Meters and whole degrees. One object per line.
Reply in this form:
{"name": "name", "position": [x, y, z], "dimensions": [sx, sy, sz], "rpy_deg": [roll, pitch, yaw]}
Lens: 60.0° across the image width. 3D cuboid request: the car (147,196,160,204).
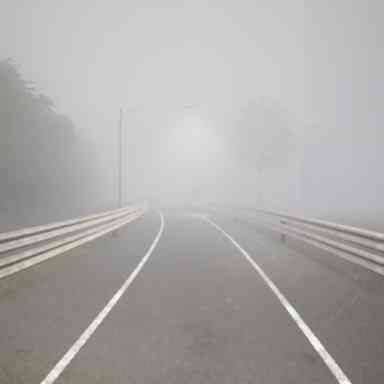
{"name": "car", "position": [-7.028, 1.403, 59.393], "dimensions": [2.033, 1.411, 5.357], "rpy_deg": [0, 0, -18]}
